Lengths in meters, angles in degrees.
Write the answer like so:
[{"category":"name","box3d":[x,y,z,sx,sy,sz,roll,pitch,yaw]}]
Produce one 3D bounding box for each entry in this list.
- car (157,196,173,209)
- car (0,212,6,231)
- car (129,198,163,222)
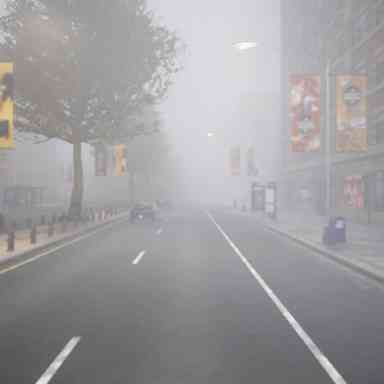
[{"category":"car","box3d":[-3.622,1.236,42.410,2.097,1.767,4.553,0,0,0]},{"category":"car","box3d":[-11.636,1.497,17.377,1.812,1.442,4.674,0,0,0]},{"category":"car","box3d":[-3.563,1.438,25.575,1.837,1.490,4.892,0,0,0]}]
